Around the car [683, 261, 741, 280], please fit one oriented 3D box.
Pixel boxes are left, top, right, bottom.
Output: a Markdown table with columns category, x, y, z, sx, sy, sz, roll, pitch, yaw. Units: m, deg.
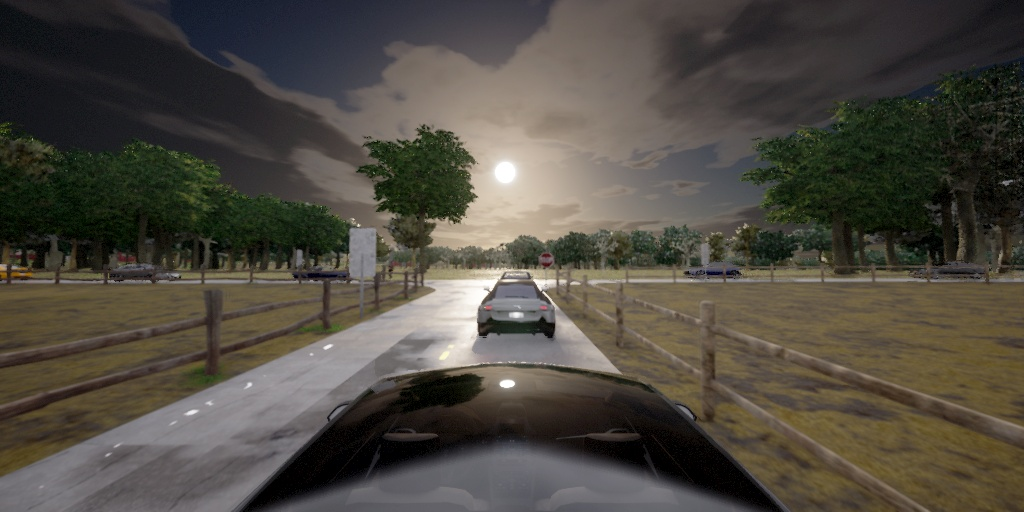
| category | x | y | z | sx | sy | sz | roll | pitch | yaw |
| --- | --- | --- | --- | --- | --- | --- | --- | --- | --- |
| car | 18.088 | 1.293 | 32.678 | 4.553 | 1.767 | 2.097 | 0 | -2 | 1 |

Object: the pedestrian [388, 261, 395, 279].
| category | x | y | z | sx | sy | sz | roll | pitch | yaw |
| --- | --- | --- | --- | --- | --- | --- | --- | --- | --- |
| pedestrian | -12.097 | 1.415 | 35.823 | 0.375 | 1.860 | 0.375 | 0 | -2 | 0 |

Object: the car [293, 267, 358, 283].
| category | x | y | z | sx | sy | sz | roll | pitch | yaw |
| --- | --- | --- | --- | --- | --- | --- | --- | --- | --- |
| car | -15.340 | 1.557 | 29.810 | 4.718 | 1.301 | 1.895 | 0 | -2 | 1 |

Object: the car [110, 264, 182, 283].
| category | x | y | z | sx | sy | sz | roll | pitch | yaw |
| --- | --- | --- | --- | --- | --- | --- | --- | --- | --- |
| car | -30.366 | 1.443 | 29.857 | 4.902 | 1.511 | 2.128 | 0 | -2 | 0 |

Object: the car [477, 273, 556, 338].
| category | x | y | z | sx | sy | sz | roll | pitch | yaw |
| --- | --- | --- | --- | --- | --- | --- | --- | --- | --- |
| car | 0.102 | 1.370 | 10.413 | 1.994 | 1.385 | 4.181 | 0 | 0 | 0 |

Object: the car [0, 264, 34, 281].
| category | x | y | z | sx | sy | sz | roll | pitch | yaw |
| --- | --- | --- | --- | --- | --- | --- | --- | --- | --- |
| car | -47.039 | 1.517 | 32.761 | 5.008 | 1.535 | 1.882 | 0 | -2 | 1 |

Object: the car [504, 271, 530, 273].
| category | x | y | z | sx | sy | sz | roll | pitch | yaw |
| --- | --- | --- | --- | --- | --- | --- | --- | --- | --- |
| car | 0.293 | 1.493 | 20.347 | 1.895 | 1.301 | 4.718 | 0 | -1 | 3 |

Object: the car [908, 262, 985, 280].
| category | x | y | z | sx | sy | sz | roll | pitch | yaw |
| --- | --- | --- | --- | --- | --- | --- | --- | --- | --- |
| car | 37.572 | 1.304 | 31.051 | 4.892 | 1.490 | 1.837 | -1 | -2 | 11 |
